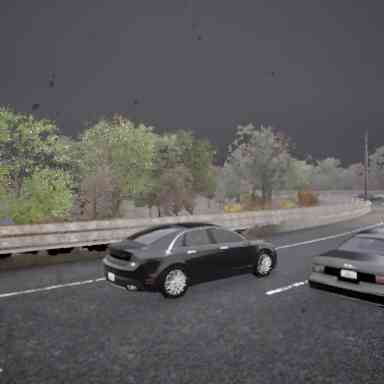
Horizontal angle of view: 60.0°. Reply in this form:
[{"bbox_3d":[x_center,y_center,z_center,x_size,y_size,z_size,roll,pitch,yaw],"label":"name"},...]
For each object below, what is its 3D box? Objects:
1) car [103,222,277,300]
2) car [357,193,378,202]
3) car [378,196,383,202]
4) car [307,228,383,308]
[{"bbox_3d":[0.194,1.534,8.567,4.892,1.490,1.837,0,0,-38],"label":"car"},{"bbox_3d":[38.942,1.246,74.711,2.150,2.045,5.566,0,0,7],"label":"car"},{"bbox_3d":[42.394,1.536,74.124,2.128,1.511,4.902,0,0,7],"label":"car"},{"bbox_3d":[4.801,1.564,7.757,5.357,1.411,2.033,0,0,-40],"label":"car"}]
